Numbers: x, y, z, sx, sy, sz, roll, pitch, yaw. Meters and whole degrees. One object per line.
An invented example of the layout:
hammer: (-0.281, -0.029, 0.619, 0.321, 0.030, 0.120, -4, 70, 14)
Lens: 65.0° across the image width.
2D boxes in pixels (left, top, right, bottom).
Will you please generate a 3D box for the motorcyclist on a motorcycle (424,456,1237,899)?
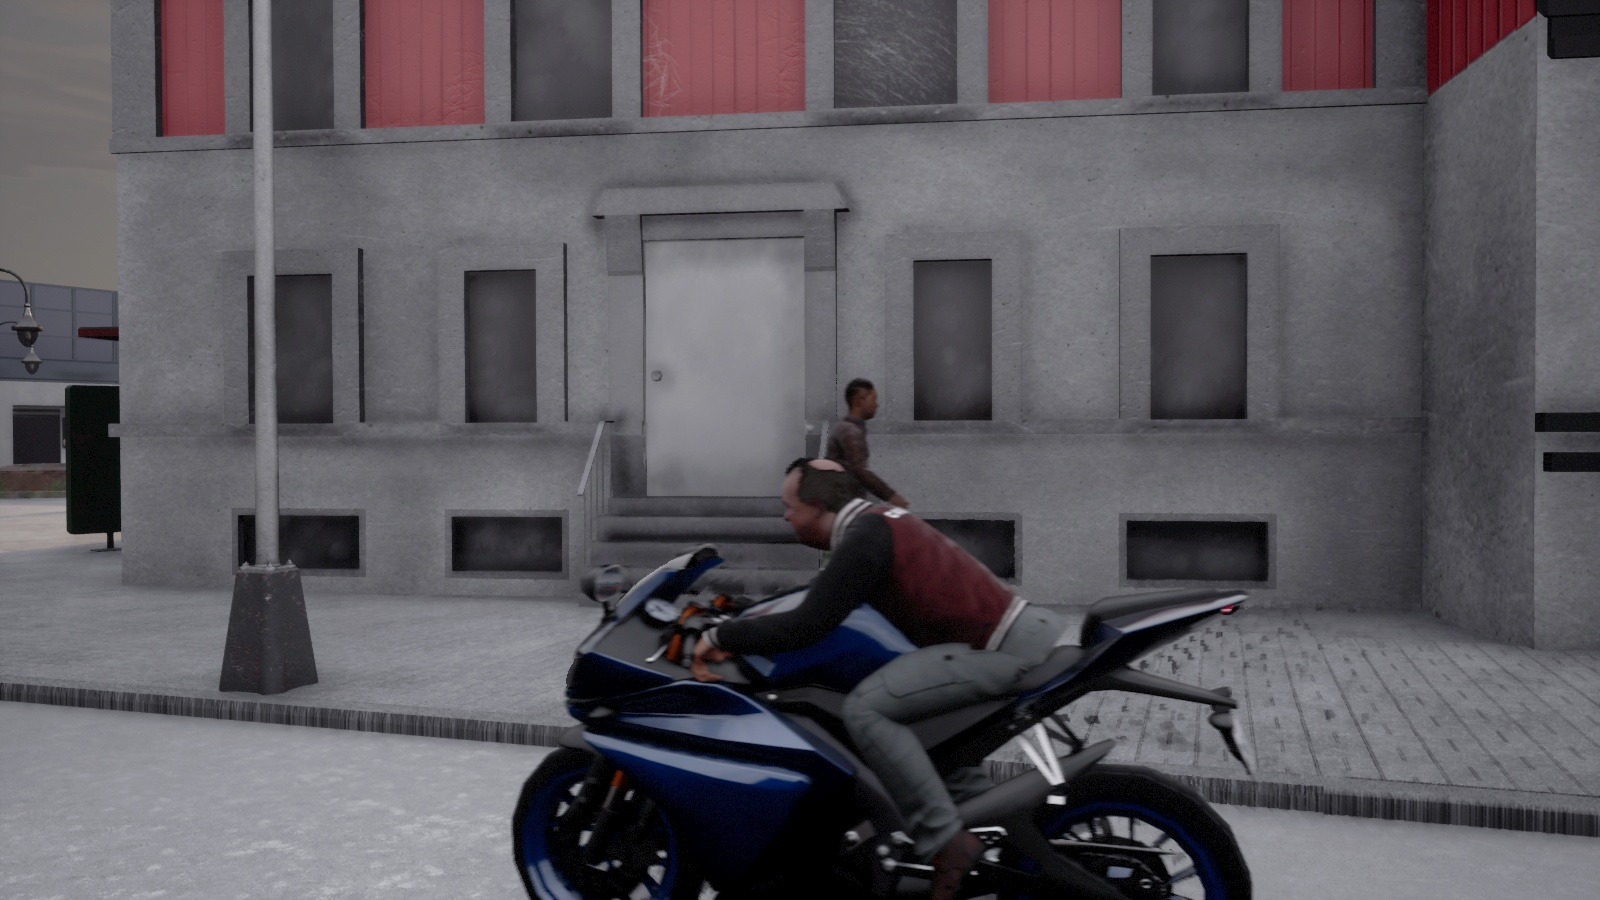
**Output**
motorcyclist on a motorcycle: (0.101, 0.803, 3.667, 2.191, 1.530, 0.866, 1, 1, 18)

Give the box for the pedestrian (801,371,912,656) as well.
pedestrian: (0.383, 0.404, 8.338, 0.703, 1.840, 0.431, 0, 1, 7)
